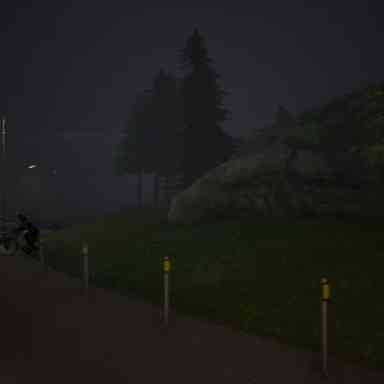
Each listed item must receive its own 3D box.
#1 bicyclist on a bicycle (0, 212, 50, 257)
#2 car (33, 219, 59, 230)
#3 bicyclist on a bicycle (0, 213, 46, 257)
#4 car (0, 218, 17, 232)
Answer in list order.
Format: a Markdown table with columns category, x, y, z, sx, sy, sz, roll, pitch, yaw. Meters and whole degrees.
| category | x | y | z | sx | sy | sz | roll | pitch | yaw |
| --- | --- | --- | --- | --- | --- | --- | --- | --- | --- |
| bicyclist on a bicycle | -6.580 | 1.672 | 12.925 | 1.656 | 1.620 | 0.582 | 10 | -9 | -35 |
| car | -20.056 | 4.414 | 45.776 | 2.128 | 1.511 | 4.902 | 0 | -5 | 6 |
| bicyclist on a bicycle | -6.385 | 1.691 | 12.673 | 1.656 | 1.620 | 0.582 | 8 | -1 | -35 |
| car | -20.010 | 3.524 | 35.112 | 1.812 | 1.442 | 4.674 | 0 | -5 | -5 |
